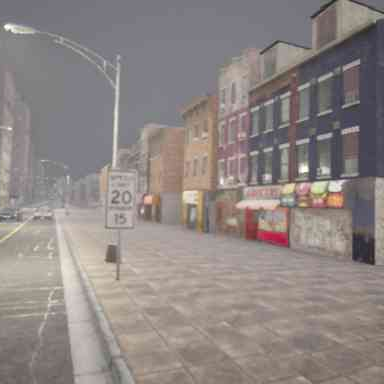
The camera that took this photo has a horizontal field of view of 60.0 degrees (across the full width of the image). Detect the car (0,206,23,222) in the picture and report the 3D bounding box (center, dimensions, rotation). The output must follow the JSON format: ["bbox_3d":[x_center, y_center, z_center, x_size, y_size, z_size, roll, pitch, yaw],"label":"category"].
[{"bbox_3d":[-18.432,2.225,33.973,1.837,1.490,4.892,3,-3,-22],"label":"car"}]

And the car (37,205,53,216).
[{"bbox_3d":[-21.656,2.753,49.144,2.033,1.411,5.357,3,-2,-23],"label":"car"}]

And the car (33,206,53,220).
[{"bbox_3d":[-16.815,2.507,37.588,1.895,1.301,4.718,3,-2,-23],"label":"car"}]
